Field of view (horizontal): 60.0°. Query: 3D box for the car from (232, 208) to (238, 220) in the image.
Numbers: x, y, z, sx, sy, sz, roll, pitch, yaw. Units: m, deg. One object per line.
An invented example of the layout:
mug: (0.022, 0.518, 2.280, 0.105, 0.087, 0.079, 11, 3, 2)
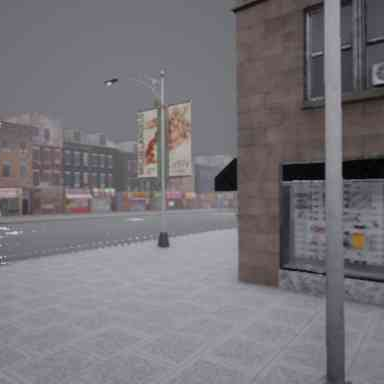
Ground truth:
car: (6.090, 2.079, 33.774, 2.128, 1.511, 4.902, -1, -2, 35)

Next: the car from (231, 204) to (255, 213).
car: (8.302, 2.665, 53.754, 1.895, 1.301, 4.718, -1, -2, 35)
